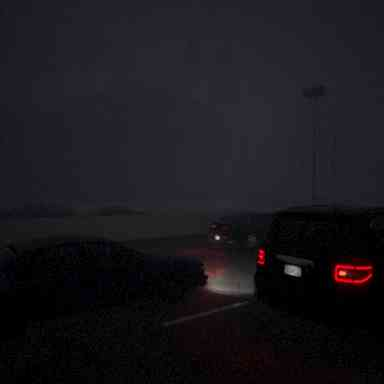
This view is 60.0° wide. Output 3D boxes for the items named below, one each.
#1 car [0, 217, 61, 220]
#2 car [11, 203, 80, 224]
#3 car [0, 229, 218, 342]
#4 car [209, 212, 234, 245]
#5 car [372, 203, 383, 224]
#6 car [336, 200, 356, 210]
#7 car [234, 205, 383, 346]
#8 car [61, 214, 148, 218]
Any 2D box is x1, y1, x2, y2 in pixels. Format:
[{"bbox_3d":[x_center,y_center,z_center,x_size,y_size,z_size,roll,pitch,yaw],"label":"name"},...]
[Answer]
[{"bbox_3d":[-11.074,1.550,22.060,5.008,1.535,1.882,1,0,-37],"label":"car"},{"bbox_3d":[-11.461,1.622,26.164,4.674,1.442,1.812,1,0,-38],"label":"car"},{"bbox_3d":[-2.238,1.575,6.539,5.357,1.411,2.033,1,0,-36],"label":"car"},{"bbox_3d":[2.915,1.617,15.022,4.892,1.490,1.837,1,0,-39],"label":"car"},{"bbox_3d":[16.734,1.751,27.531,5.008,1.535,1.882,1,0,-45],"label":"car"},{"bbox_3d":[24.170,1.976,52.104,1.837,1.490,4.892,0,0,38],"label":"car"},{"bbox_3d":[3.631,1.285,6.614,5.566,2.045,2.150,1,0,-38],"label":"car"},{"bbox_3d":[-5.444,1.653,21.965,5.357,1.411,2.033,1,0,-39],"label":"car"}]
